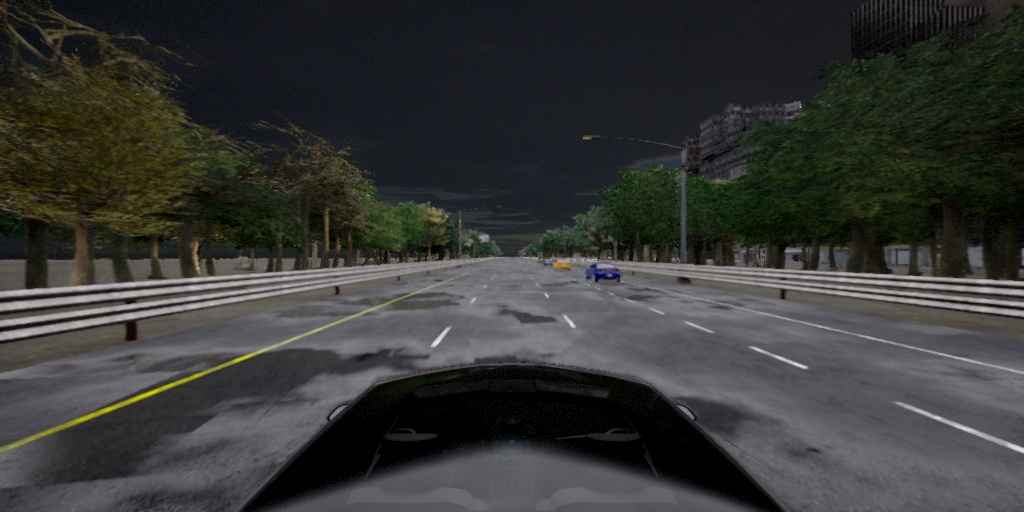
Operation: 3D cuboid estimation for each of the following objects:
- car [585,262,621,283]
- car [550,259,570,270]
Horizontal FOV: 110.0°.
[{"bbox_3d":[7.019,1.238,28.196,1.882,1.535,5.008,0,0,0],"label":"car"},{"bbox_3d":[7.051,1.241,51.216,1.882,1.535,5.008,0,0,0],"label":"car"}]
